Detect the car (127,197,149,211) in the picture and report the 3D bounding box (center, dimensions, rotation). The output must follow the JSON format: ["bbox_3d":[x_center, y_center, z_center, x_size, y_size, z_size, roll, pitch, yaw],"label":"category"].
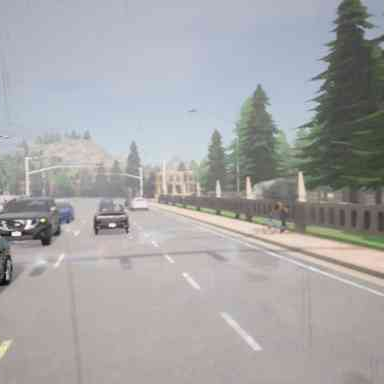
[{"bbox_3d":[-6.200,1.395,38.633,1.812,1.442,4.674,-1,0,-15],"label":"car"}]

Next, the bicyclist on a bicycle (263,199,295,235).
[{"bbox_3d":[3.952,1.131,15.162,1.656,1.620,0.582,-2,0,-15],"label":"bicyclist on a bicycle"}]

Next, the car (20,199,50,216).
[{"bbox_3d":[-16.107,1.566,34.465,1.882,1.535,5.008,-1,0,-14],"label":"car"}]

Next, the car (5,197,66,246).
[{"bbox_3d":[-7.530,1.271,15.607,2.150,2.045,5.566,-1,0,-15],"label":"car"}]

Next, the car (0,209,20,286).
[{"bbox_3d":[-5.064,1.416,6.339,2.097,1.767,4.553,-1,0,-15],"label":"car"}]

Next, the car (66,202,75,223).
[{"bbox_3d":[-10.097,1.512,25.317,1.882,1.535,5.008,-1,0,-15],"label":"car"}]

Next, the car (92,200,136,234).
[{"bbox_3d":[-4.667,1.461,19.212,2.128,1.511,4.902,-1,0,-15],"label":"car"}]
